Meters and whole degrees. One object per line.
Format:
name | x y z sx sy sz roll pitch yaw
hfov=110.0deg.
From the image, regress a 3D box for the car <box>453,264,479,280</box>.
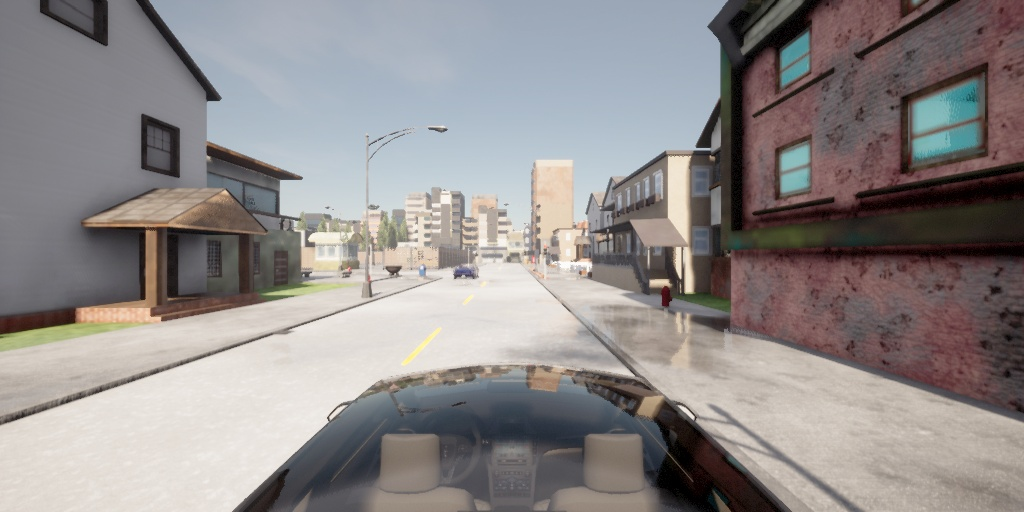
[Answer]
car | -4.000 1.361 31.730 1.895 1.301 4.718 0 0 0
